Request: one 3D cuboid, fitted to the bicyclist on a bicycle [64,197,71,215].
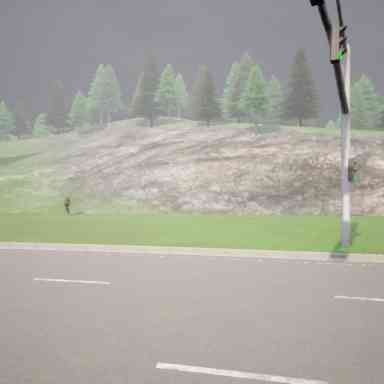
[{"bbox_3d":[-11.467,1.317,30.629,0.582,1.620,1.656,0,-2,-7],"label":"bicyclist on a bicycle"}]
